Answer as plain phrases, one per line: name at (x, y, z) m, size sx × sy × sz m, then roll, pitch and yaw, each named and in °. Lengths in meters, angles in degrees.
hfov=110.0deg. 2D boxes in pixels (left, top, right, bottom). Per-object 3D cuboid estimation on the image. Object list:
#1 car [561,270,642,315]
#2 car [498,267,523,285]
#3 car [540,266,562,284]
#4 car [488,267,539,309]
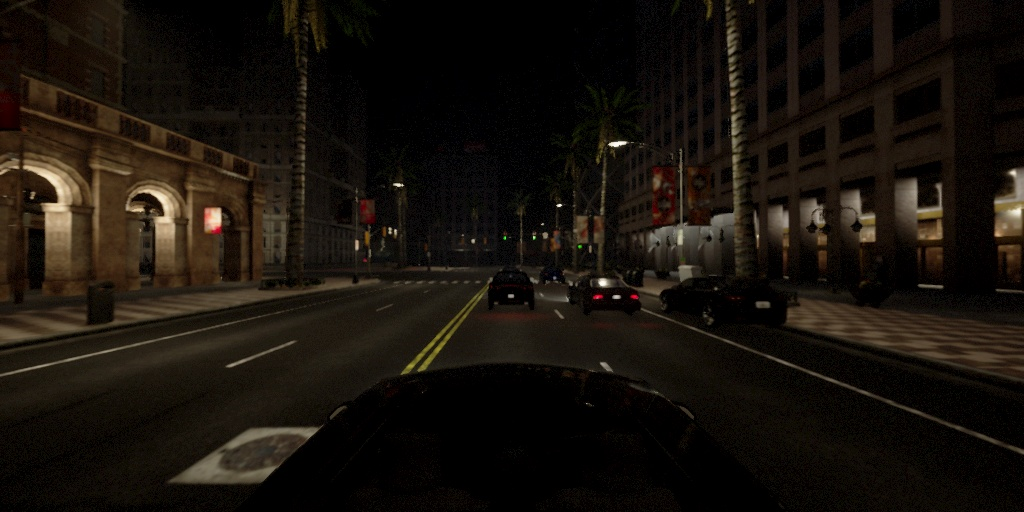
car at (3.466, 1.435, 14.369) m, size 2.033 × 1.411 × 5.357 m, roll 0°, pitch -1°, yaw 0°
car at (-0.124, 1.624, 30.320) m, size 1.994 × 1.385 × 4.181 m, roll 0°, pitch -1°, yaw 0°
car at (3.406, 1.590, 30.724) m, size 1.812 × 1.442 × 4.674 m, roll 0°, pitch 0°, yaw 0°
car at (-0.026, 1.383, 16.052) m, size 1.882 × 1.535 × 5.008 m, roll 0°, pitch 0°, yaw 0°
